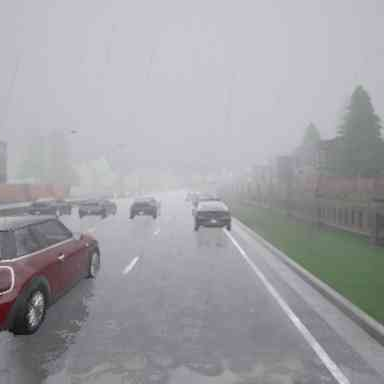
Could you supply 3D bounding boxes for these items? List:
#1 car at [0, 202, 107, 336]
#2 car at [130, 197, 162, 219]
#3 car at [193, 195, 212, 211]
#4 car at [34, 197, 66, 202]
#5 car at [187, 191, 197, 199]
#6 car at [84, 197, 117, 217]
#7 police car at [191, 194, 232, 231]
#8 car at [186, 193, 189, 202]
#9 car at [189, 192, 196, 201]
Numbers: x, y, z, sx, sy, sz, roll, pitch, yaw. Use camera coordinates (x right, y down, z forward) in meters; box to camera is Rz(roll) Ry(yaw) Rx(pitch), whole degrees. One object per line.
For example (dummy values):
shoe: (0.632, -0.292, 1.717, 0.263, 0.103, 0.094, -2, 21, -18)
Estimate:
car: (-3.402, 1.257, 6.666, 2.097, 1.767, 4.553, 0, 1, 0)
car: (-3.402, 1.151, 24.872, 1.837, 1.490, 4.892, 0, 1, 0)
car: (1.047, 1.037, 34.481, 1.812, 1.442, 4.674, 0, 1, 0)
car: (-10.403, 1.151, 24.875, 1.837, 1.490, 4.892, 0, 1, 0)
car: (-0.006, 0.608, 66.335, 2.033, 1.411, 5.357, 0, 1, 0)
car: (-6.904, 1.140, 24.778, 2.128, 1.511, 4.902, 0, 1, 0)
police car: (1.048, 1.160, 18.591, 1.930, 1.638, 5.238, 0, 1, 0)
car: (-0.003, 0.868, 51.746, 1.895, 1.301, 4.718, 0, 1, 0)
car: (1.046, 0.947, 28.449, 2.097, 1.767, 4.553, 0, 1, 0)
